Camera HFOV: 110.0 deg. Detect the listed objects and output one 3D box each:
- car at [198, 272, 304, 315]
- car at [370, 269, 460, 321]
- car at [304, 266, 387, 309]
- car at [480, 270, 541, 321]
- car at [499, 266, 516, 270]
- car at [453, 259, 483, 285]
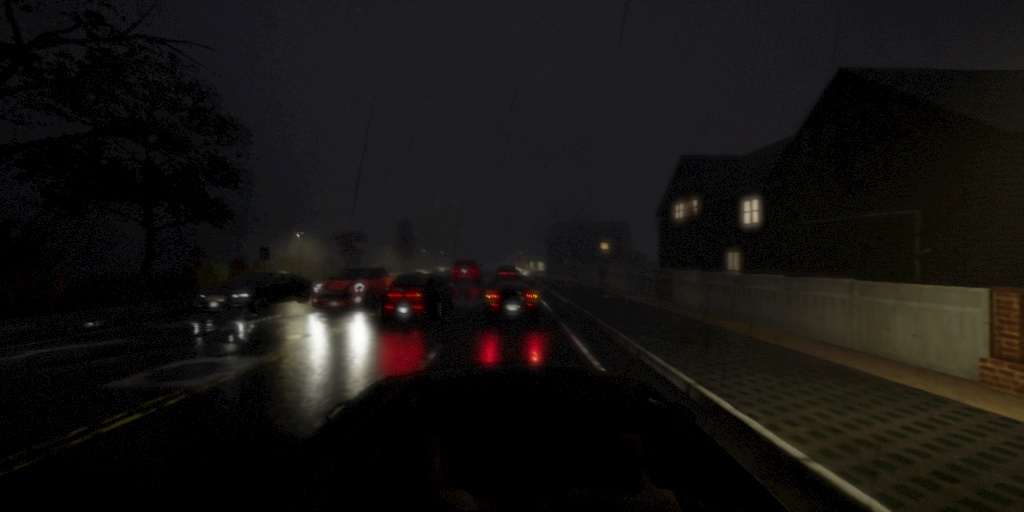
[{"bbox_3d":[-9.966,1.396,14.423,2.128,1.511,4.902,0,-1,-1],"label":"car"},{"bbox_3d":[-3.254,1.388,13.101,1.837,1.490,4.892,0,-1,-1],"label":"car"},{"bbox_3d":[-6.739,1.268,15.804,2.097,1.767,4.553,0,-1,-1],"label":"car"},{"bbox_3d":[-0.003,1.405,13.000,1.812,1.442,4.674,0,-1,-1],"label":"car"},{"bbox_3d":[-0.393,1.575,30.090,1.837,1.490,4.892,0,-1,-2],"label":"car"},{"bbox_3d":[-3.621,1.291,29.620,2.150,2.045,5.566,0,-1,-2],"label":"car"}]
